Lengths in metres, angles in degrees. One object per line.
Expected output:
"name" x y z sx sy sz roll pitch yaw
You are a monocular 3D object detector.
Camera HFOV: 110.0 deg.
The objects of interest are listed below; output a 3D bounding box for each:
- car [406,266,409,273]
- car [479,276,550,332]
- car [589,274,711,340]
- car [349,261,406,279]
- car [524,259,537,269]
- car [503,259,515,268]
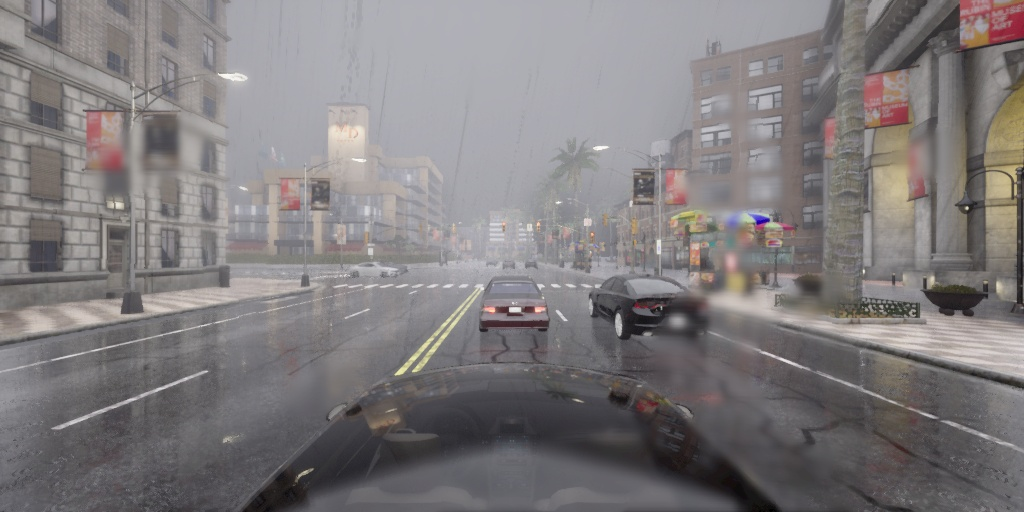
"car" -13.201 1.241 36.967 4.902 1.511 2.128 0 0 -5
"car" -0.006 1.297 10.846 2.033 1.411 5.357 0 0 -2
"car" 3.485 1.228 10.031 1.882 1.535 5.008 0 0 0
"car" -12.297 1.276 32.110 4.674 1.442 1.812 0 0 13
"car" 2.994 1.255 58.447 1.837 1.490 4.892 0 0 -1
"car" -0.505 1.241 58.299 2.128 1.511 4.902 0 0 -1
